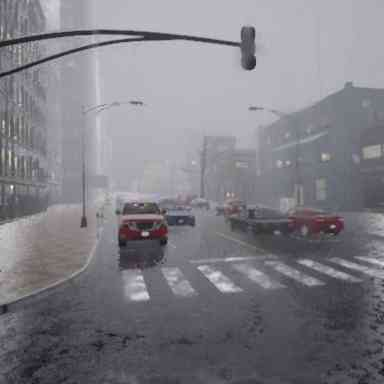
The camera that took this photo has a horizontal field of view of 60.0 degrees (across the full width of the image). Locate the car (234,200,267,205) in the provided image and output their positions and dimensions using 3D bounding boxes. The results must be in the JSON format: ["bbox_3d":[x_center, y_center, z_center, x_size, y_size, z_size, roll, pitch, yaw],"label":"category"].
[{"bbox_3d":[4.576,1.462,22.475,1.802,1.307,4.206,0,0,-13],"label":"car"}]

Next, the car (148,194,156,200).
[{"bbox_3d":[-11.136,1.370,92.224,1.812,1.442,4.674,-1,0,-13],"label":"car"}]

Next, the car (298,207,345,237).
[{"bbox_3d":[5.818,1.421,17.071,1.887,1.381,4.507,0,0,-13],"label":"car"}]

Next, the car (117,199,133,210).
[{"bbox_3d":[-8.557,1.567,42.223,1.802,1.307,4.206,0,0,-13],"label":"car"}]

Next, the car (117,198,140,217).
[{"bbox_3d":[-6.073,1.423,31.412,1.967,1.590,4.097,0,0,-13],"label":"car"}]

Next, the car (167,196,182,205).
[{"bbox_3d":[-2.910,1.411,55.079,1.752,1.417,4.829,0,0,-13],"label":"car"}]

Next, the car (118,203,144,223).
[{"bbox_3d":[-4.832,1.562,26.007,1.802,1.307,4.206,0,0,-13],"label":"car"}]

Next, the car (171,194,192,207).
[{"bbox_3d":[-1.630,1.203,49.507,2.192,1.841,5.009,0,0,-13],"label":"car"}]

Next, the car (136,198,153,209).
[{"bbox_3d":[-6.495,1.555,45.011,1.895,1.301,4.718,-1,0,-12],"label":"car"}]

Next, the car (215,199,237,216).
[{"bbox_3d":[3.335,1.324,27.883,1.967,1.590,4.097,0,0,-13],"label":"car"}]

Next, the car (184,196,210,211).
[{"bbox_3d":[0.852,1.439,38.694,2.008,1.369,4.403,0,0,-13],"label":"car"}]

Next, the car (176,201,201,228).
[{"bbox_3d":[-1.080,1.510,21.198,1.994,1.385,4.181,-1,0,-13],"label":"car"}]

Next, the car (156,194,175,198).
[{"bbox_3d":[-3.508,1.424,45.822,1.837,1.490,4.892,-1,0,-12],"label":"car"}]

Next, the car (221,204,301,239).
[{"bbox_3d":[3.259,1.506,16.815,1.895,1.301,4.718,-1,0,-13],"label":"car"}]

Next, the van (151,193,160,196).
[{"bbox_3d":[-7.838,1.208,76.536,1.690,1.788,3.998,0,0,-13],"label":"van"}]

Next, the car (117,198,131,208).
[{"bbox_3d":[-9.798,1.566,47.631,1.802,1.307,4.206,0,0,-13],"label":"car"}]

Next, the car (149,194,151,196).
[{"bbox_3d":[-9.080,1.427,81.941,1.947,1.339,4.313,0,0,-13],"label":"car"}]

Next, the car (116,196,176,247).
[{"bbox_3d":[-2.349,1.288,15.195,2.192,1.841,5.009,0,0,-13],"label":"car"}]

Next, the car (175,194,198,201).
[{"bbox_3d":[-0.389,1.203,44.099,2.192,1.841,5.009,0,0,-13],"label":"car"}]
